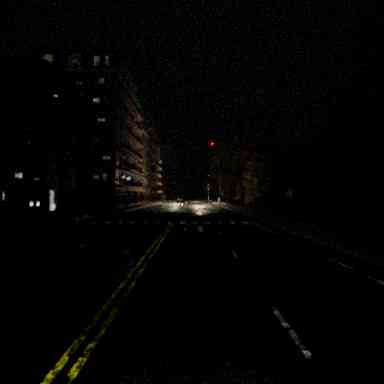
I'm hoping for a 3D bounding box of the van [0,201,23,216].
[{"bbox_3d":[-22.719,1.996,40.425,3.998,1.788,1.690,-1,0,-1],"label":"van"}]

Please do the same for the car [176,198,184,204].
[{"bbox_3d":[-3.226,2.437,90.380,2.128,1.511,4.902,0,-1,0],"label":"car"}]
